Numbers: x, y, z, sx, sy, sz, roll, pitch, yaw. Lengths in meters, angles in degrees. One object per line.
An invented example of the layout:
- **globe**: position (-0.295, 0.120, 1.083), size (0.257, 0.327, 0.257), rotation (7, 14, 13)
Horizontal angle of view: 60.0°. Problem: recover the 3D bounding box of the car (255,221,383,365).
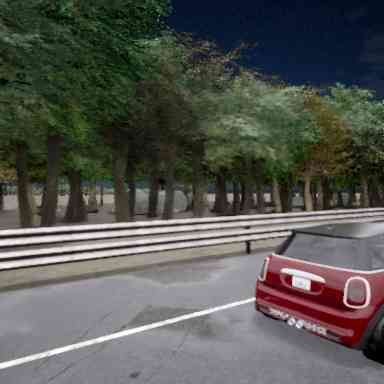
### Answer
- **car**: position (3.321, 1.328, 5.998), size (4.553, 1.767, 2.097), rotation (0, 0, -35)
